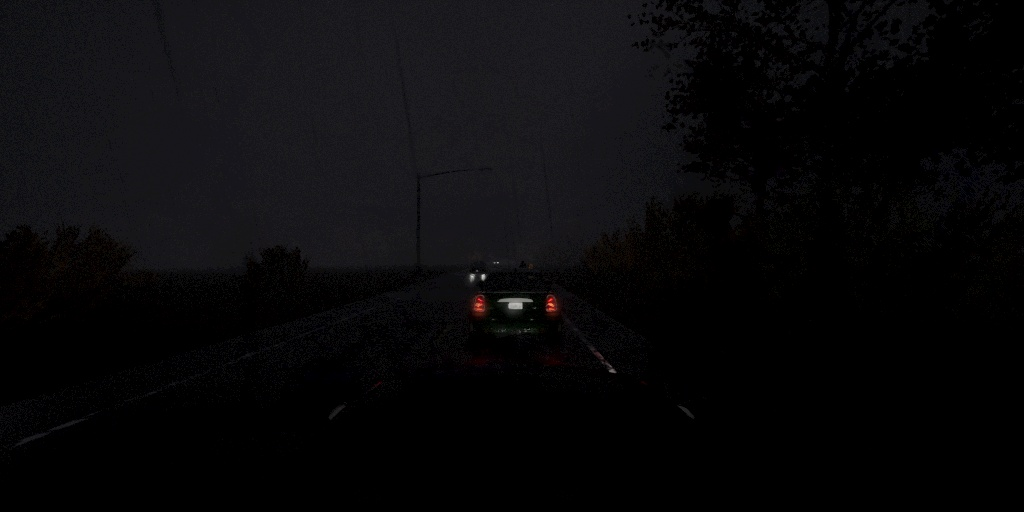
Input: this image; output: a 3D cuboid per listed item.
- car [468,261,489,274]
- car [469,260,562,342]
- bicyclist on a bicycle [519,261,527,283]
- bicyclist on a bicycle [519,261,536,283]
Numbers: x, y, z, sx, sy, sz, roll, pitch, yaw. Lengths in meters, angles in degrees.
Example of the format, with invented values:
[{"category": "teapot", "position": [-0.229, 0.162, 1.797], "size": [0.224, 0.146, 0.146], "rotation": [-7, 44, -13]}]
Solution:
[{"category": "car", "position": [-3.858, 1.285, 42.036], "size": [2.033, 1.411, 5.357], "rotation": [0, 0, 0]}, {"category": "car", "position": [0.072, 1.099, 9.893], "size": [2.097, 1.767, 4.553], "rotation": [0, 0, 0]}, {"category": "bicyclist on a bicycle", "position": [0.840, 1.193, 27.354], "size": [0.582, 1.620, 1.656], "rotation": [0, 0, 0]}, {"category": "bicyclist on a bicycle", "position": [0.903, 1.181, 17.237], "size": [0.866, 1.612, 1.509], "rotation": [0, 0, 0]}]
